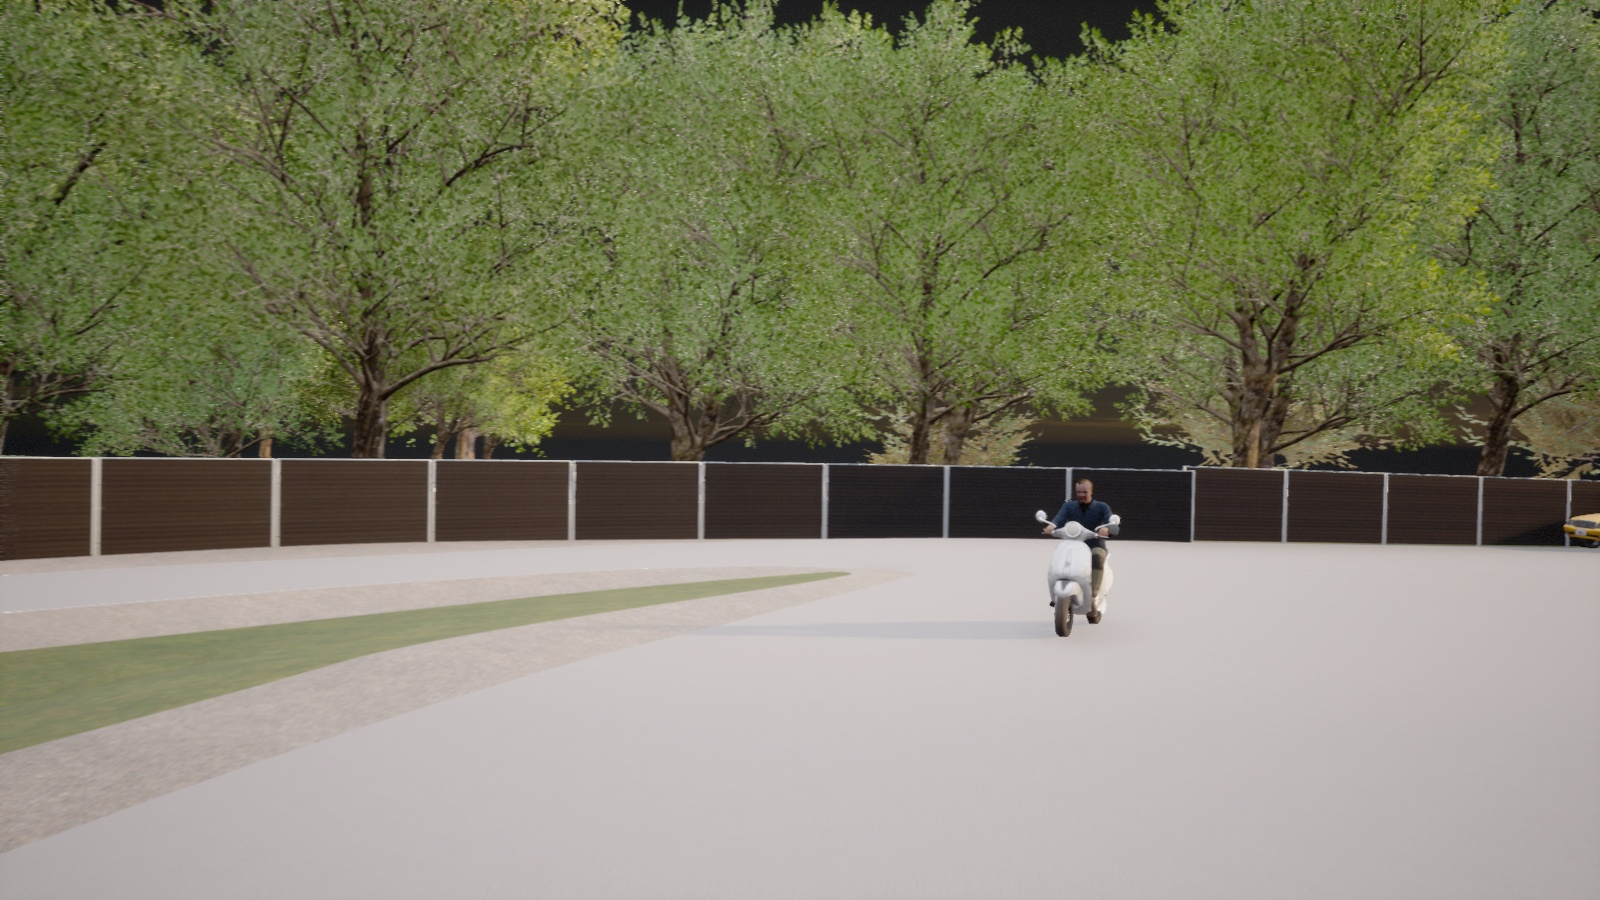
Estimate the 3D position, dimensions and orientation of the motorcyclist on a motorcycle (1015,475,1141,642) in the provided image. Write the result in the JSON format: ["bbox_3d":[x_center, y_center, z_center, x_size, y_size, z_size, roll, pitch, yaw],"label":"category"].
[{"bbox_3d":[2.939,1.071,13.129,0.866,1.590,1.817,1,-1,26],"label":"motorcyclist on a motorcycle"}]

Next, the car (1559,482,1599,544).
[{"bbox_3d":[24.097,1.833,34.796,5.366,1.575,1.801,2,2,-12],"label":"car"}]
